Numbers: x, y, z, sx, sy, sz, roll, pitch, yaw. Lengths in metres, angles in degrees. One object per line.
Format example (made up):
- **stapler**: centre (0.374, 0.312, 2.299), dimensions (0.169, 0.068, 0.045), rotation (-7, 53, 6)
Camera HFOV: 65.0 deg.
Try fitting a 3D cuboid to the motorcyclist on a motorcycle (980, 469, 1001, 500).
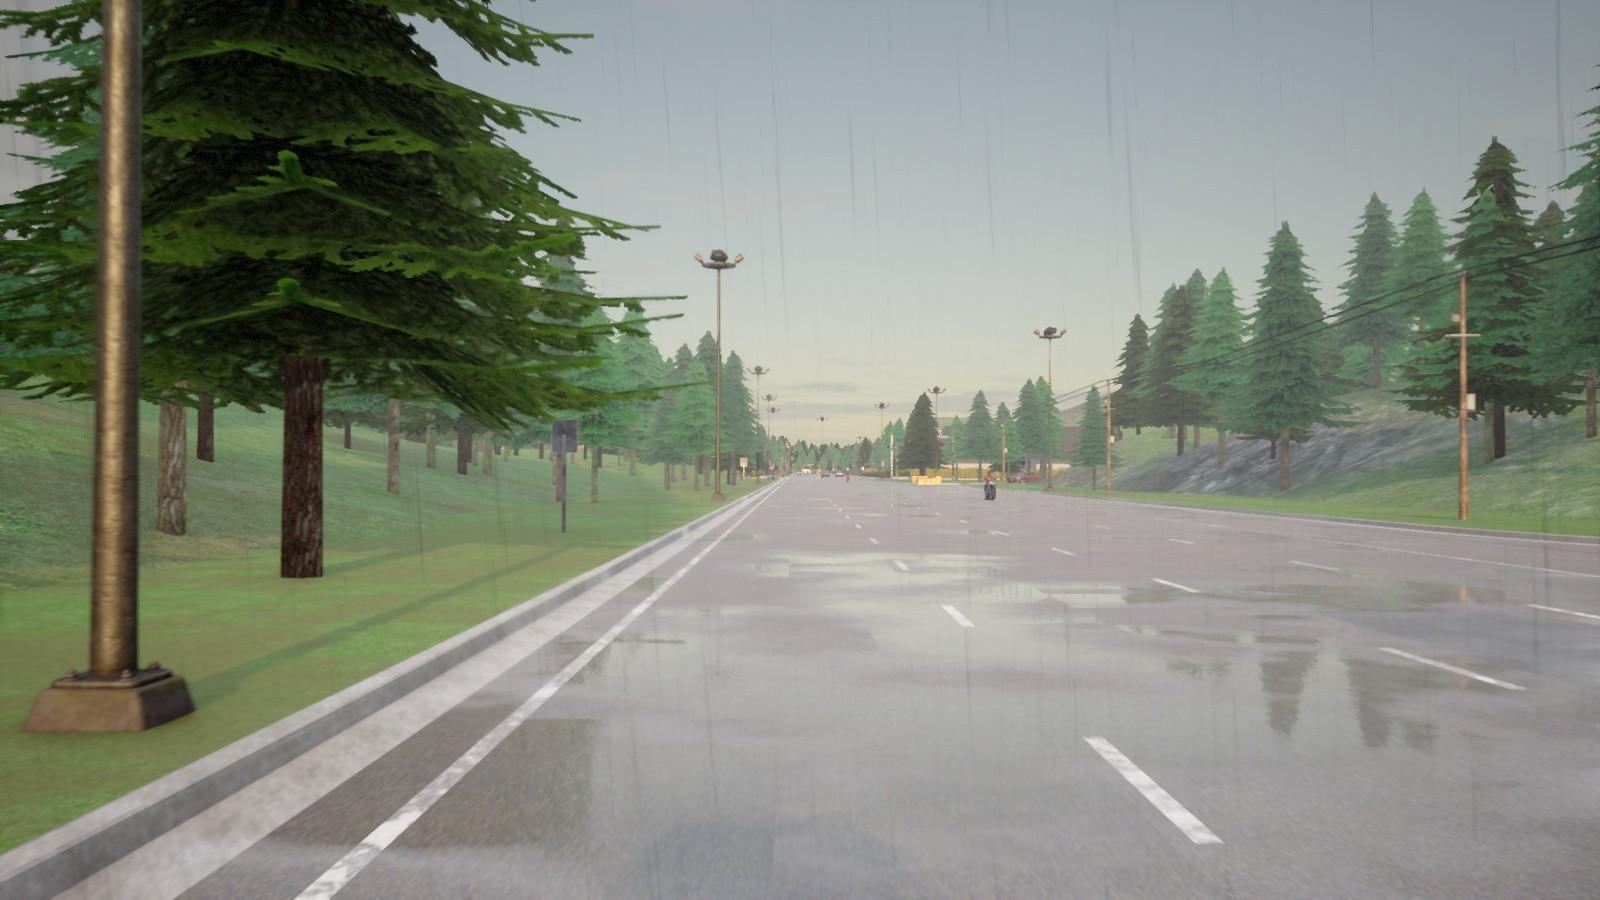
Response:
- **motorcyclist on a motorcycle**: centre (10.335, 1.864, 68.101), dimensions (0.766, 1.649, 2.350), rotation (0, -1, 0)
